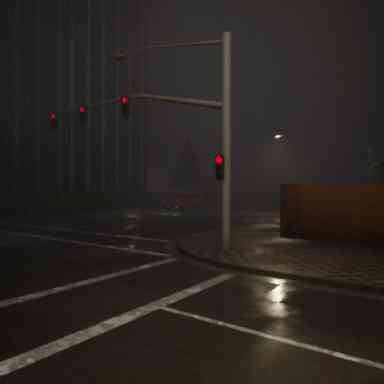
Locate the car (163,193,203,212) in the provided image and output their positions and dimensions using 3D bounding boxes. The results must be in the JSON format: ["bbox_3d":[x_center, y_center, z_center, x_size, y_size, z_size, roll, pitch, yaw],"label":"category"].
[{"bbox_3d":[-0.951,1.136,37.941,2.150,2.045,5.566,0,0,35],"label":"car"}]
